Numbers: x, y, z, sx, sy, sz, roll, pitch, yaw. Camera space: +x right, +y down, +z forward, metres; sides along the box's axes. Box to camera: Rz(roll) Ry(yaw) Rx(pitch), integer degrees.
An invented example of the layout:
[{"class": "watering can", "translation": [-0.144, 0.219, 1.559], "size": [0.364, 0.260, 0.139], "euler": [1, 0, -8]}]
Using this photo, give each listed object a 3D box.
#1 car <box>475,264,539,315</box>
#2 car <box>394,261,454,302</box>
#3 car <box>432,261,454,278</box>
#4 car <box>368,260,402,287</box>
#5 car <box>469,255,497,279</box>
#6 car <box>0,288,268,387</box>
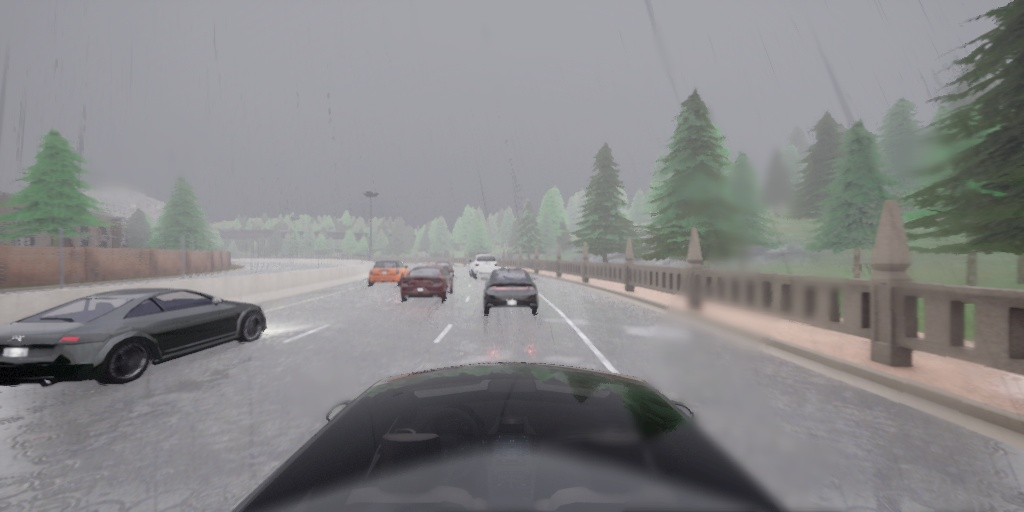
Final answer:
[{"class": "car", "translation": [-0.125, 1.218, 13.460], "size": [2.128, 1.511, 4.902], "euler": [0, 0, -3]}, {"class": "car", "translation": [-3.847, 1.197, 16.851], "size": [1.882, 1.535, 5.008], "euler": [0, 0, -4]}, {"class": "car", "translation": [-6.568, 1.211, 33.904], "size": [1.812, 1.442, 4.674], "euler": [0, 0, -13]}, {"class": "car", "translation": [-8.286, 1.056, 24.516], "size": [2.097, 1.767, 4.553], "euler": [0, 0, -8]}, {"class": "car", "translation": [-2.628, 0.909, 32.543], "size": [2.150, 2.045, 5.566], "euler": [0, 0, -12]}, {"class": "car", "translation": [-6.922, 1.304, 6.994], "size": [1.994, 1.385, 4.181], "euler": [0, 0, -1]}]
